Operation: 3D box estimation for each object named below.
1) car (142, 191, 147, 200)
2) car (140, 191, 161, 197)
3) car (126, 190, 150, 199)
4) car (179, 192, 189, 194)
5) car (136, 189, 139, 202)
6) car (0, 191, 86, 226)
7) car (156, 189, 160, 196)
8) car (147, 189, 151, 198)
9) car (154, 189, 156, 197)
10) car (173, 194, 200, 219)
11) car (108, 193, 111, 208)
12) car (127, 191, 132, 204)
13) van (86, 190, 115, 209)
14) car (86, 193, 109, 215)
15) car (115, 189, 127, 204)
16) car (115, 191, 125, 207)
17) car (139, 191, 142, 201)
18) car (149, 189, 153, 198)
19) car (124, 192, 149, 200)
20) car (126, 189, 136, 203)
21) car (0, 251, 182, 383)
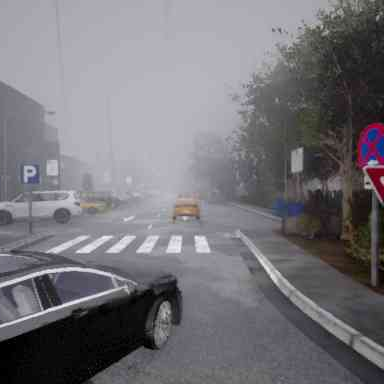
[{"bbox_3d":[-10.740,0.581,54.098,5.566,2.045,2.435,-1,0,-21],"label":"car"},{"bbox_3d":[-11.676,0.489,93.159,5.366,1.575,1.946,-1,0,-22],"label":"car"},{"bbox_3d":[-11.187,0.564,69.083,4.553,1.767,2.185,-1,0,-22],"label":"car"},{"bbox_3d":[-1.307,0.713,53.056,2.097,1.767,4.553,0,1,-2],"label":"car"},{"bbox_3d":[-10.574,0.770,48.088,4.553,1.767,2.185,-1,1,-21],"label":"car"},{"bbox_3d":[-9.861,0.956,21.039,5.566,2.045,2.435,-1,1,-22],"label":"car"},{"bbox_3d":[-11.671,0.543,87.091,4.892,1.521,2.231,-1,0,-22],"label":"car"},{"bbox_3d":[-10.746,0.767,60.161,5.366,1.575,1.946,-1,0,-21],"label":"car"},{"bbox_3d":[-11.290,0.666,75.105,4.792,1.488,2.163,-1,0,-22],"label":"car"},{"bbox_3d":[-0.454,1.153,25.300,1.882,1.535,5.008,0,1,-1],"label":"car"},{"bbox_3d":[-10.115,1.142,30.073,4.674,1.452,2.002,-1,0,-22],"label":"car"},{"bbox_3d":[-10.447,1.004,42.081,4.674,1.452,2.002,-1,0,-22],"label":"car"},{"bbox_3d":[-10.307,0.843,33.022,4.442,1.987,1.878,-1,1,-22],"label":"van"},{"bbox_3d":[-9.848,1.131,27.137,5.366,1.575,1.946,-1,0,-22],"label":"car"},{"bbox_3d":[-10.398,0.873,39.071,4.553,1.767,2.185,-1,0,-22],"label":"car"},{"bbox_3d":[-10.274,1.032,36.072,5.008,1.535,2.097,-1,1,-22],"label":"car"},{"bbox_3d":[-10.659,0.894,51.102,4.792,1.488,2.163,-1,0,-22],"label":"car"},{"bbox_3d":[-10.987,0.492,63.111,5.566,2.045,2.435,-1,0,-22],"label":"car"},{"bbox_3d":[-11.071,0.756,66.090,4.674,1.452,2.002,-1,1,-22],"label":"car"},{"bbox_3d":[-10.495,0.804,45.088,4.553,1.767,2.185,-1,1,-22],"label":"car"},{"bbox_3d":[-1.928,1.451,3.810,2.128,1.511,4.902,2,1,30],"label":"car"}]
